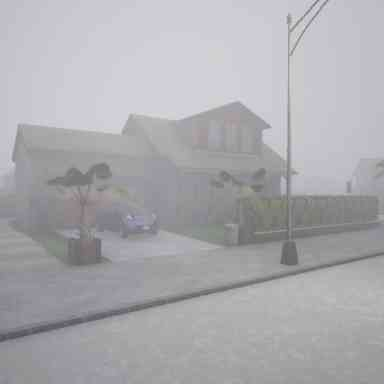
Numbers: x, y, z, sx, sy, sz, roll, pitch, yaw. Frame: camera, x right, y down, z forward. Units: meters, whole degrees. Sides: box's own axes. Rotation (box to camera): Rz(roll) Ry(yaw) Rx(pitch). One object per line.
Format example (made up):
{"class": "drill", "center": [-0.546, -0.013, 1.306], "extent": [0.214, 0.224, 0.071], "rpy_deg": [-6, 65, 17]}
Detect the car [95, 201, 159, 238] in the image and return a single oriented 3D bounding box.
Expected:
{"class": "car", "center": [-3.024, 1.174, 15.291], "extent": [1.845, 1.501, 3.633], "rpy_deg": [0, 0, -38]}
